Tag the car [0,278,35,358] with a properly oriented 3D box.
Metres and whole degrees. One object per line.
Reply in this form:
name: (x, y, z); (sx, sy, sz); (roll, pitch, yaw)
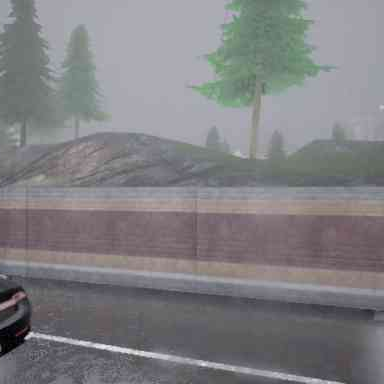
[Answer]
car: (-4.399, 1.492, 4.252); (4.902, 1.511, 2.128); (0, 0, 19)
